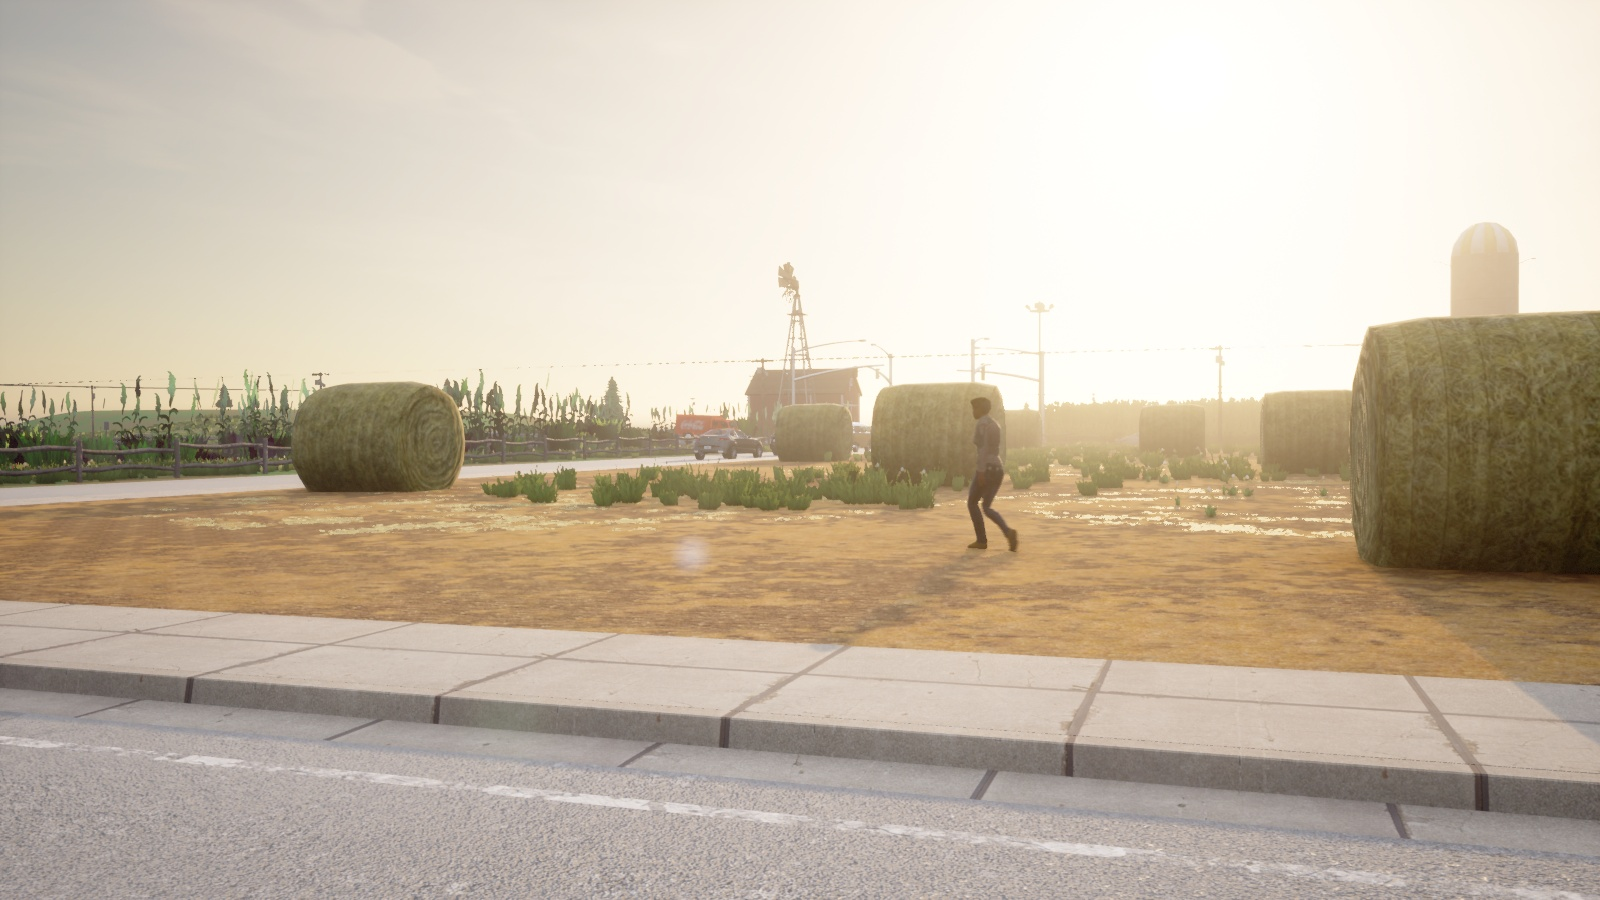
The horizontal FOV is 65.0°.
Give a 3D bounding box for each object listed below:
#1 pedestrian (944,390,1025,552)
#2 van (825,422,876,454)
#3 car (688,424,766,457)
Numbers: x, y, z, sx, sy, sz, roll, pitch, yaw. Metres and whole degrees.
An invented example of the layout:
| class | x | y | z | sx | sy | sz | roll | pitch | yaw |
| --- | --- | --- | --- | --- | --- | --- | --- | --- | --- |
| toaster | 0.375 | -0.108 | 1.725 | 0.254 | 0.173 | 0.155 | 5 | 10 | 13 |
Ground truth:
| class | x | y | z | sx | sy | sz | roll | pitch | yaw |
| --- | --- | --- | --- | --- | --- | --- | --- | --- | --- |
| pedestrian | 2.107 | 0.230 | 14.375 | 0.869 | 1.805 | 0.328 | 1 | 1 | 44 |
| van | 3.459 | -0.823 | 84.409 | 2.069 | 2.038 | 4.480 | 1 | 1 | 21 |
| car | -3.765 | -0.500 | 65.967 | 2.152 | 1.651 | 5.027 | 1 | 1 | 21 |
